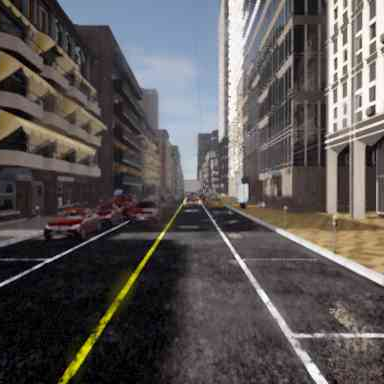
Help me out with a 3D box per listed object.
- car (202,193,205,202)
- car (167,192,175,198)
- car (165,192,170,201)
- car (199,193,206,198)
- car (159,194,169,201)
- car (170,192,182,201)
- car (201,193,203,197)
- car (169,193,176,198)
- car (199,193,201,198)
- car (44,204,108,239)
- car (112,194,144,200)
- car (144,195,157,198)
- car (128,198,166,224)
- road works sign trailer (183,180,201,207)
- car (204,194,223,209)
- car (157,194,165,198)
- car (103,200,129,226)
[{"bbox_3d":[2.737,1.111,44.524,1.967,1.590,4.097,0,0,0],"label":"car"},{"bbox_3d":[-5.597,0.805,89.721,1.967,1.590,4.097,0,0,0],"label":"car"},{"bbox_3d":[-5.627,1.118,61.479,1.947,1.339,4.313,0,0,0],"label":"car"},{"bbox_3d":[2.783,0.910,89.712,1.887,1.381,4.507,0,0,0],"label":"car"},{"bbox_3d":[-5.621,1.040,66.958,1.752,1.417,4.829,0,0,0],"label":"car"},{"bbox_3d":[-2.943,1.024,66.150,2.128,1.511,4.902,0,0,0],"label":"car"},{"bbox_3d":[2.742,1.181,50.174,2.008,1.369,4.403,0,0,0],"label":"car"},{"bbox_3d":[-5.591,0.910,95.370,1.802,1.307,4.206,0,0,0],"label":"car"},{"bbox_3d":[2.754,1.118,61.471,1.947,1.339,4.313,0,0,0],"label":"car"},{"bbox_3d":[-5.673,1.457,16.292,1.802,1.307,4.206,0,0,0],"label":"car"},{"bbox_3d":[-5.662,1.108,27.587,2.192,1.841,5.009,0,0,0],"label":"car"},{"bbox_3d":[-5.650,1.151,38.885,1.967,1.590,4.097,0,0,0],"label":"car"},{"bbox_3d":[-3.076,1.352,22.897,1.812,1.442,4.674,0,0,0],"label":"car"},{"bbox_3d":[0.047,0.134,44.679,2.380,3.560,2.880,0,0,0],"label":"road works sign trailer"},{"bbox_3d":[2.731,1.235,39.047,1.752,1.417,4.829,0,0,0],"label":"car"},{"bbox_3d":[-5.638,1.181,50.182,2.008,1.369,4.403,0,0,0],"label":"car"},{"bbox_3d":[-5.667,1.416,21.941,1.802,1.307,4.206,0,0,0],"label":"car"}]
